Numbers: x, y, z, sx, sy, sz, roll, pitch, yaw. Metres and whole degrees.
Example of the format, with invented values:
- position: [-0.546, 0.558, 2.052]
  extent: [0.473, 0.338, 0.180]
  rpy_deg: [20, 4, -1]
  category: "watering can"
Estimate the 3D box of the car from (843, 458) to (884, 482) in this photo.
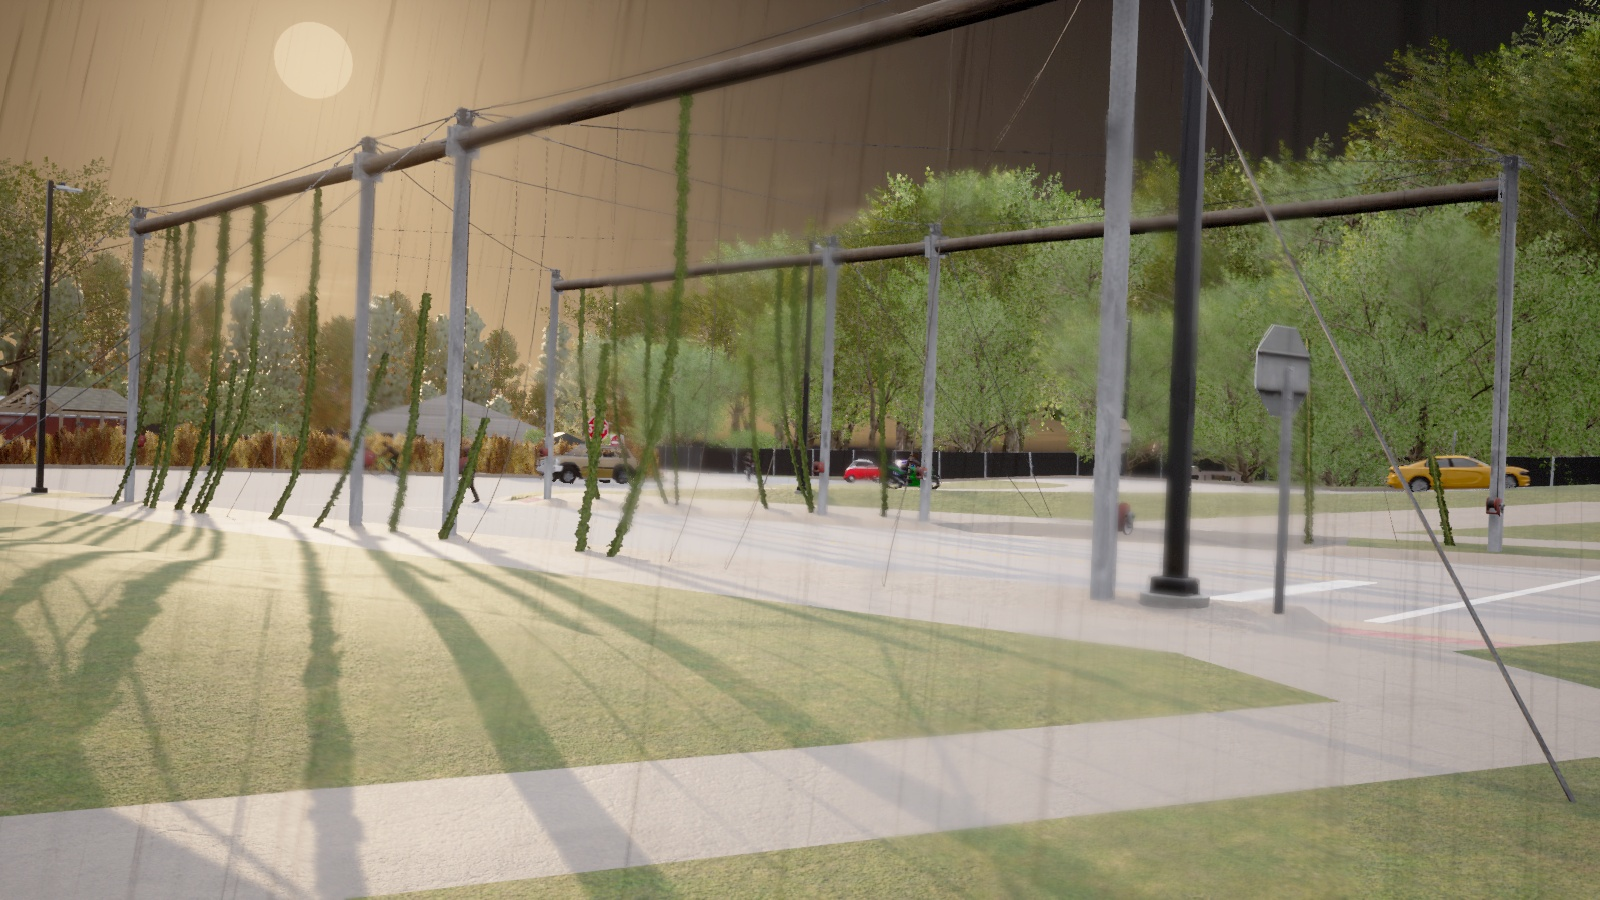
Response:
- position: [3.722, 1.185, 73.654]
  extent: [2.207, 1.376, 1.481]
  rpy_deg: [-1, -1, -3]
  category: "car"

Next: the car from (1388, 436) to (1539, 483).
- position: [26.167, 0.380, 49.749]
  extent: [5.008, 1.535, 1.882]
  rpy_deg: [-4, -1, 21]
  category: "car"

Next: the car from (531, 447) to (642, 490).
- position: [-9.731, 0.831, 57.473]
  extent: [4.605, 1.855, 1.932]
  rpy_deg: [1, 0, -39]
  category: "car"

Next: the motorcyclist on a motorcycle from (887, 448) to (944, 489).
- position: [4.376, 0.720, 47.510]
  extent: [2.044, 1.523, 0.797]
  rpy_deg: [-1, -2, 11]
  category: "motorcyclist on a motorcycle"
